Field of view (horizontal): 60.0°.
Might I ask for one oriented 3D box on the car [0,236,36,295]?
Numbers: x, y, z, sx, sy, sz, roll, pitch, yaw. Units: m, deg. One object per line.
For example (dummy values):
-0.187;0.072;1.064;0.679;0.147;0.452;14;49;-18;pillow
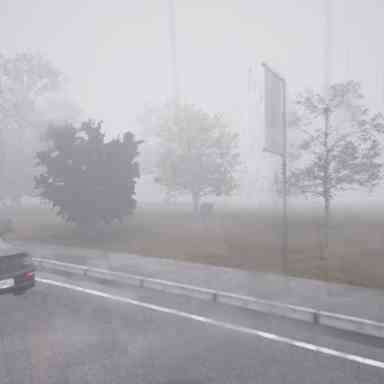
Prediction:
-5.368;1.520;7.359;4.674;1.442;1.812;0;0;32;car
